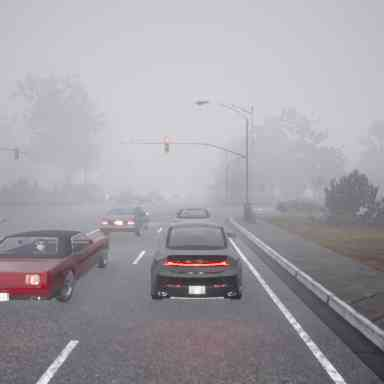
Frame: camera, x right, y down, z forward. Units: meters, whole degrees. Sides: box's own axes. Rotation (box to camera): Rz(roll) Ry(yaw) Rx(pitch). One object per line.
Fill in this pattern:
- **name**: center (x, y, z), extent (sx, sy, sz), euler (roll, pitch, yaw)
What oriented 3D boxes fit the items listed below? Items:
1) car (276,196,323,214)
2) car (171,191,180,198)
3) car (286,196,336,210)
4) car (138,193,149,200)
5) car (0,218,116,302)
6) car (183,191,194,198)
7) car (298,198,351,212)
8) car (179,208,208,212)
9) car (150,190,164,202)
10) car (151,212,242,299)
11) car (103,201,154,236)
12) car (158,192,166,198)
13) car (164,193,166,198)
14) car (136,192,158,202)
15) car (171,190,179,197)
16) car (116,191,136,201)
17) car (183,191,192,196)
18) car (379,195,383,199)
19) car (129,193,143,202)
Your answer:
- **car**: center (10.363, 1.264, 30.959), extent (5.008, 1.535, 1.882), euler (0, 0, -3)
- **car**: center (-4.014, 0.639, 82.191), extent (2.097, 1.767, 4.553), euler (0, 1, -3)
- **car**: center (13.669, 1.218, 38.364), extent (4.902, 1.511, 2.128), euler (0, 0, -3)
- **car**: center (-10.737, 0.991, 73.776), extent (1.895, 1.301, 4.718), euler (0, 1, -1)
- **car**: center (-3.412, 1.570, 8.142), extent (1.895, 1.301, 4.718), euler (0, 0, 0)
- **car**: center (-0.666, 0.783, 85.241), extent (1.994, 1.385, 4.181), euler (0, 1, -4)
- **car**: center (13.767, 1.357, 34.665), extent (4.718, 1.301, 1.895), euler (0, 0, -3)
- **car**: center (0.081, 1.497, 17.634), extent (1.895, 1.301, 4.718), euler (0, 0, 0)
- **car**: center (-7.162, 0.733, 63.458), extent (2.150, 2.045, 5.566), euler (0, 1, -1)
- **car**: center (0.088, 1.473, 8.321), extent (1.837, 1.490, 4.892), euler (0, 0, 0)
- **car**: center (-3.445, 1.442, 17.731), extent (2.033, 1.411, 5.357), euler (0, 0, -1)
- **car**: center (-7.597, 0.780, 83.918), extent (1.812, 1.442, 4.674), euler (0, 1, -3)
- **car**: center (-7.232, 0.876, 73.649), extent (1.882, 1.535, 5.008), euler (0, 1, -1)
- **car**: center (-7.189, 1.151, 53.283), extent (2.033, 1.411, 5.357), euler (0, 0, 0)
- **car**: center (-4.906, 0.451, 94.756), extent (2.097, 1.767, 4.553), euler (0, 1, -7)
- **car**: center (-10.688, 0.821, 53.803), extent (2.150, 2.045, 5.566), euler (0, 0, 0)
- **car**: center (-1.418, 0.464, 95.118), extent (2.033, 1.411, 5.357), euler (0, 1, -7)
- **car**: center (23.753, 0.943, 38.952), extent (5.566, 2.045, 2.150), euler (0, 0, -4)
- **car**: center (-10.672, 0.987, 63.690), extent (1.882, 1.535, 5.008), euler (0, 1, 0)
